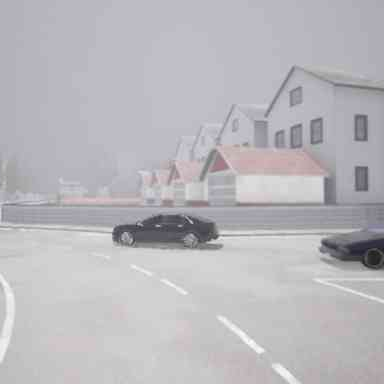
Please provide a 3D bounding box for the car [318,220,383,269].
[{"bbox_3d":[6.981,1.576,10.713,5.357,1.411,2.033,-1,0,-2],"label":"car"}]

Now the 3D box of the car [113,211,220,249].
[{"bbox_3d":[-1.179,1.640,15.015,4.892,1.490,1.837,-1,1,14],"label":"car"}]
